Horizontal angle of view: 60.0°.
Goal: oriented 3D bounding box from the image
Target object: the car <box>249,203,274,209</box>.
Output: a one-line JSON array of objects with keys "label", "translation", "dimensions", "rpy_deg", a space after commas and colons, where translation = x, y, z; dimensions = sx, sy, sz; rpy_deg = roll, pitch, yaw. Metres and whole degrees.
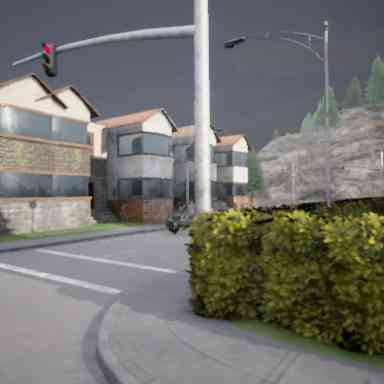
[{"label": "car", "translation": [6.453, 1.814, 30.372], "dimensions": [1.882, 1.535, 5.008], "rpy_deg": [-1, -1, 36]}]

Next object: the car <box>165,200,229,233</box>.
[{"label": "car", "translation": [0.592, 1.559, 22.140], "dimensions": [2.150, 2.045, 5.566], "rpy_deg": [-1, -1, 35]}]
